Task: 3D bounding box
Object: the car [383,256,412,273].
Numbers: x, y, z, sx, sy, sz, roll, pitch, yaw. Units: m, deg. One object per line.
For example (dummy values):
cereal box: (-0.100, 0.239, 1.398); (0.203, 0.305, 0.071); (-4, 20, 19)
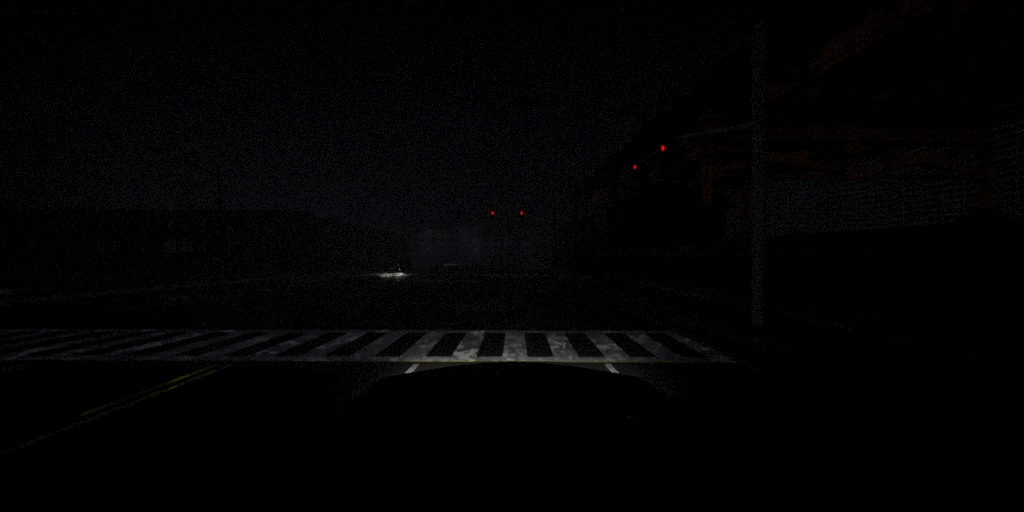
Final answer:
car: (-14.007, 1.067, 44.379); (2.150, 2.045, 5.566); (0, 1, 0)
